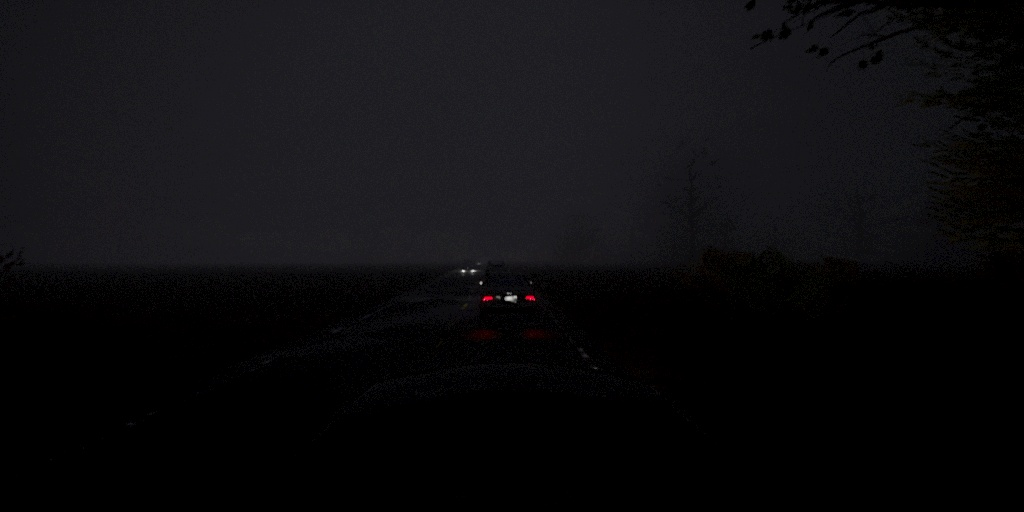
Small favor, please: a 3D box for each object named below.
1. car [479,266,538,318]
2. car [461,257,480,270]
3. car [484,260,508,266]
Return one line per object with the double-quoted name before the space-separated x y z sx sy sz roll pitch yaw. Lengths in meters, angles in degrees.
"car" -0.191 1.248 12.681 2.033 1.411 5.357 0 0 -3
"car" -5.769 1.100 47.871 2.033 1.411 5.357 0 0 -4
"car" -1.385 1.111 31.120 2.128 1.511 4.902 0 0 -4
